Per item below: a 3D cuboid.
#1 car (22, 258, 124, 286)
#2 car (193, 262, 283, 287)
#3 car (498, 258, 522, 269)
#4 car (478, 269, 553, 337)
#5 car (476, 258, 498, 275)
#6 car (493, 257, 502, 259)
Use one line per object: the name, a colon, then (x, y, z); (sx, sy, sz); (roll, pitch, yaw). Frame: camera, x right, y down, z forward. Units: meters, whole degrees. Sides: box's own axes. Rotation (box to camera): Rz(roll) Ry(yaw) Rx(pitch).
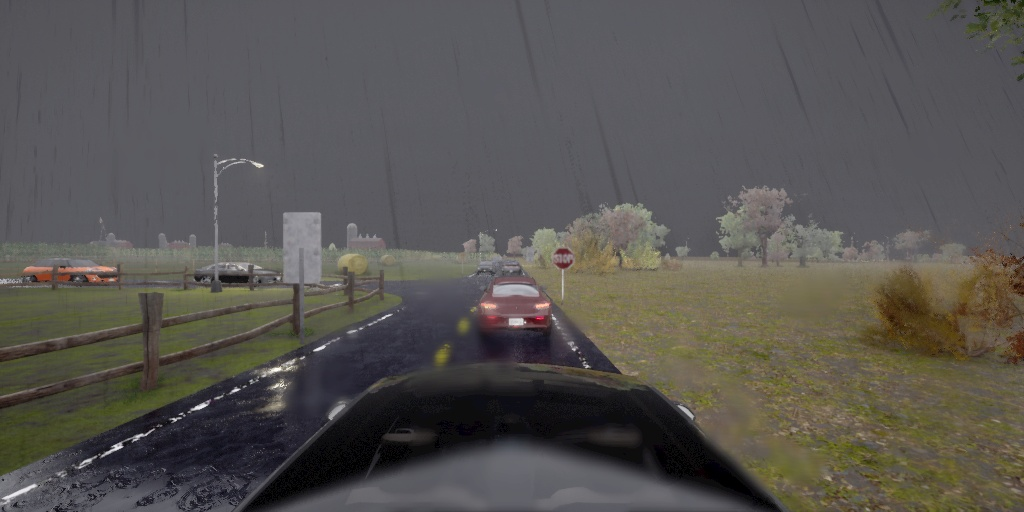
car: (-27.670, 0.944, 22.741); (4.553, 1.767, 2.097); (0, 1, -1)
car: (-17.355, 1.151, 22.861); (4.902, 1.511, 2.128); (0, 1, -1)
car: (0.002, 1.255, 37.070); (2.128, 1.511, 4.902); (0, 0, 2)
car: (0.053, 1.275, 10.153); (1.812, 1.442, 4.674); (0, 0, -1)
car: (-2.891, 1.272, 40.163); (1.837, 1.490, 4.892); (0, 0, 0)
car: (-2.872, 1.355, 59.529); (1.994, 1.385, 4.181); (0, 0, 0)
